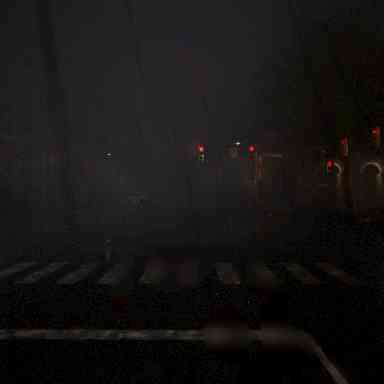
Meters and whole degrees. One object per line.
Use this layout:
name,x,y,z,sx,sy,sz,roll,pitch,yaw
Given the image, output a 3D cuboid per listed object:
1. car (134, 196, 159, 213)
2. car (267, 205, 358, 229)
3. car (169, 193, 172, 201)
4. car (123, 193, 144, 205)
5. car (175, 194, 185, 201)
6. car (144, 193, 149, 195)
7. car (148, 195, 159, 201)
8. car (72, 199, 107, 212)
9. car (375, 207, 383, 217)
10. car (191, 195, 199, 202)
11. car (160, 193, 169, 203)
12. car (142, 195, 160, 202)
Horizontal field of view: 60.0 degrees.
car,-5.119,1.525,37.145,1.812,1.442,4.674,0,0,-13
car,7.562,1.547,21.309,5.357,1.411,2.033,0,0,11
car,-6.228,1.214,81.694,2.150,2.045,5.566,0,0,1
car,-10.207,1.223,57.149,2.150,2.045,5.566,0,0,1
car,-2.781,1.279,78.628,2.097,1.767,4.553,0,0,1
car,-9.952,1.225,68.858,2.150,2.045,5.566,0,0,1
car,-9.691,1.519,83.867,2.033,1.411,5.357,0,0,1
car,-12.048,1.564,39.264,1.994,1.385,4.181,0,0,26
car,18.595,1.526,29.174,4.674,1.442,1.812,0,0,1
car,0.719,1.450,78.599,2.128,1.511,4.902,0,0,1
car,-6.446,1.478,69.209,1.882,1.535,5.008,0,0,1
car,-6.725,1.601,53.658,1.895,1.301,4.718,0,0,1
